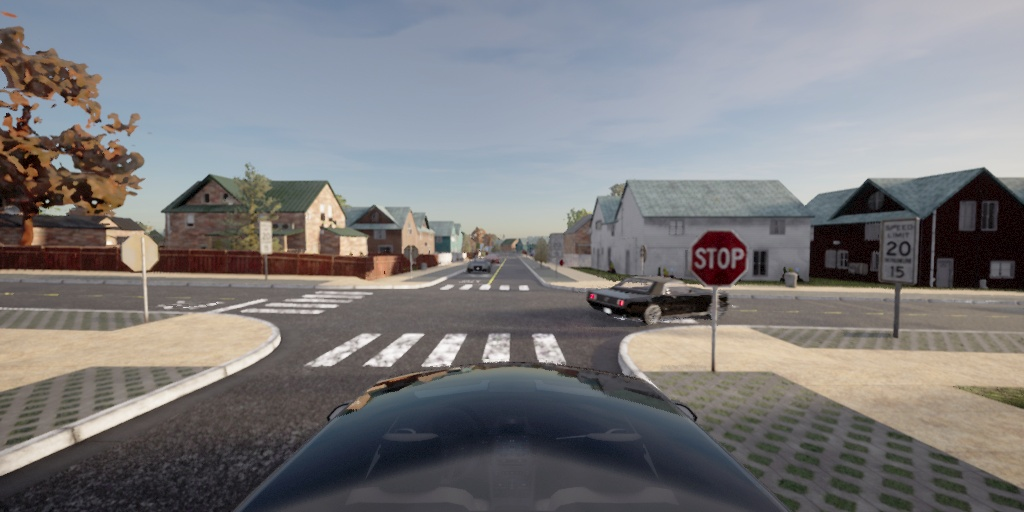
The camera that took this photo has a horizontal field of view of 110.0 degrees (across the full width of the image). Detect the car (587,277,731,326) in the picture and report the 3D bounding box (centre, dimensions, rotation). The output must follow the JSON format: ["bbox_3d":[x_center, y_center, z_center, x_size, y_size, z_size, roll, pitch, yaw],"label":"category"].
[{"bbox_3d":[4.873,1.353,11.663,4.718,1.301,1.895,1,2,-26],"label":"car"}]

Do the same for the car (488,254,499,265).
[{"bbox_3d":[-2.865,0.417,52.176,1.882,1.535,5.008,0,1,0],"label":"car"}]

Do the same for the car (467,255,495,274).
[{"bbox_3d":[-2.872,0.831,32.139,1.994,1.385,4.181,0,1,0],"label":"car"}]
